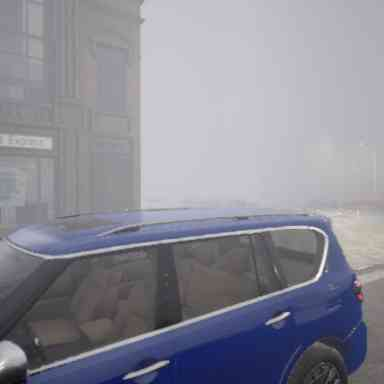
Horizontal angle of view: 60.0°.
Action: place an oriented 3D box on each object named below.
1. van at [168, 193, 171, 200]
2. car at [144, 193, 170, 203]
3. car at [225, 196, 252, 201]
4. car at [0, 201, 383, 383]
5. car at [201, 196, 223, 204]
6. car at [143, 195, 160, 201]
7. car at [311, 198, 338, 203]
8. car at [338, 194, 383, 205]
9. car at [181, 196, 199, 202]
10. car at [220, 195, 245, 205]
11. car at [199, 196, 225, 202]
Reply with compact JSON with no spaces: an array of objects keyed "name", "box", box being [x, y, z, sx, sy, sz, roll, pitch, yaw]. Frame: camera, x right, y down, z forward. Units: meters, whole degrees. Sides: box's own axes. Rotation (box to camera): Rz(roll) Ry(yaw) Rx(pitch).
[{"name":"van","box":[-6.337,1.188,75.356,1.690,1.788,3.998,0,0,-36]},{"name":"car","box":[-6.564,1.443,61.236,2.008,1.369,4.403,0,0,-36]},{"name":"car","box":[6.765,1.450,43.038,1.887,1.381,4.507,0,0,-36]},{"name":"car","box":[-0.765,1.217,2.807,5.566,2.045,2.150,0,0,-35]},{"name":"car","box":[3.660,1.449,61.706,1.802,1.307,4.206,0,0,-36]},{"name":"car","box":[-9.770,1.360,80.045,1.752,1.417,4.829,0,0,-36]},{"name":"car","box":[16.991,1.445,43.506,1.947,1.339,4.313,0,0,-36]},{"name":"car","box":[20.323,1.197,38.955,2.192,1.841,5.009,0,0,-36]},{"name":"car","box":[0.100,1.340,52.137,1.967,1.590,4.097,0,0,-36]},{"name":"car","box":[6.993,1.310,57.155,1.967,1.590,4.097,0,0,-36]},{"name":"car","box":[3.433,1.485,47.588,1.802,1.307,4.206,0,0,-36]}]
